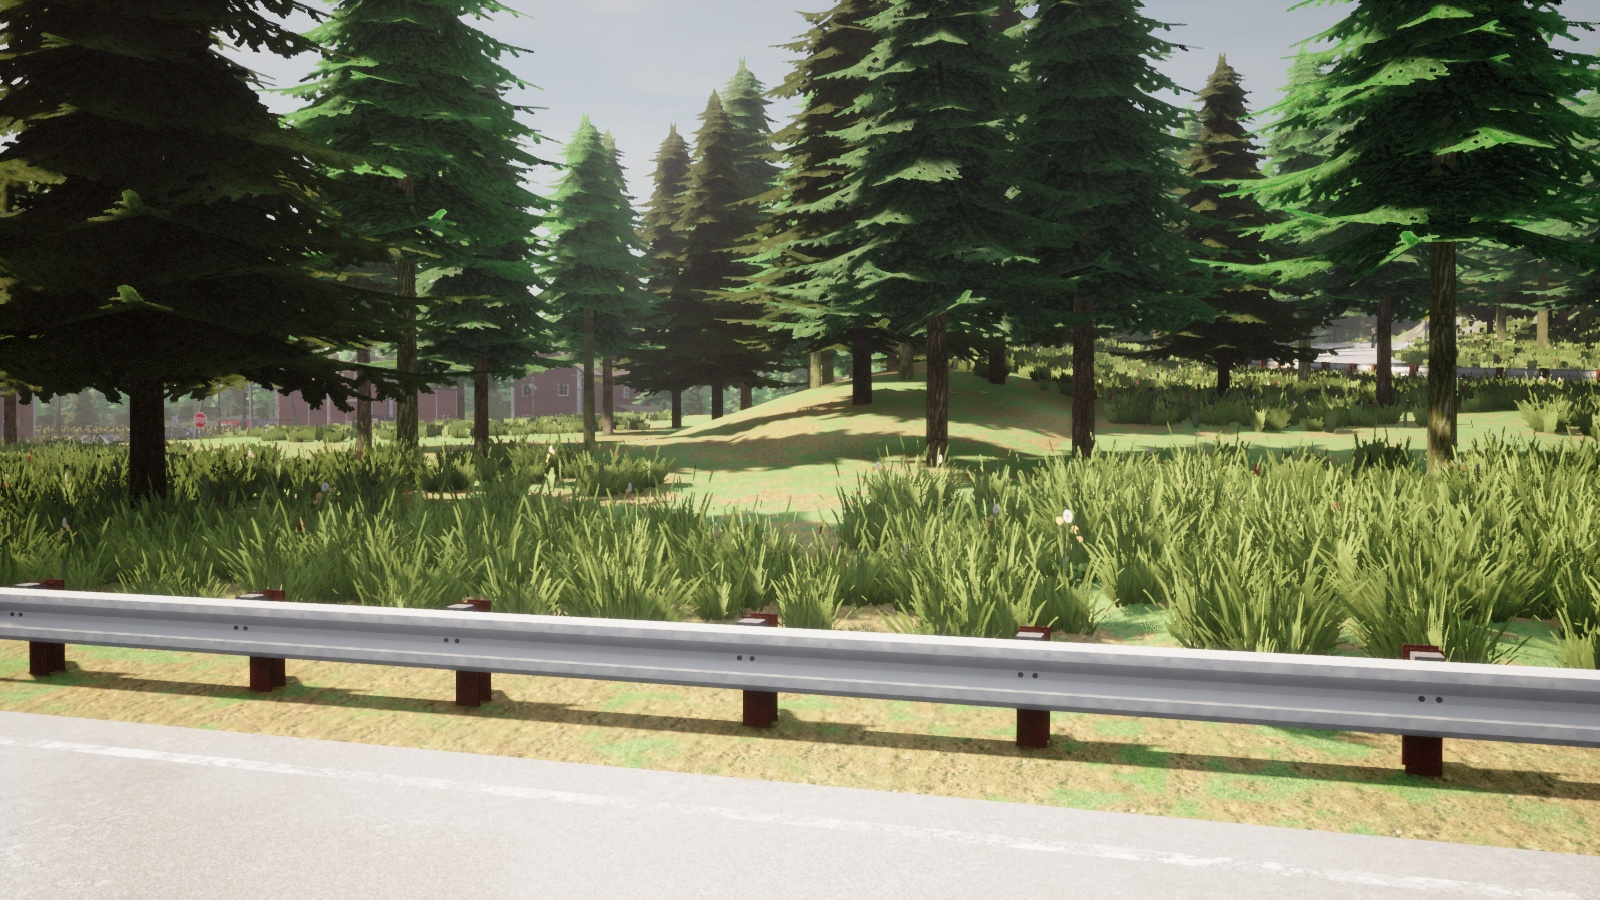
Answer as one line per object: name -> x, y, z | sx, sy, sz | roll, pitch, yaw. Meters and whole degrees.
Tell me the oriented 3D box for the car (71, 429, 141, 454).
car -> -43.263, -0.549, 78.304 | 3.633, 1.501, 1.845 | 1, 1, 20
